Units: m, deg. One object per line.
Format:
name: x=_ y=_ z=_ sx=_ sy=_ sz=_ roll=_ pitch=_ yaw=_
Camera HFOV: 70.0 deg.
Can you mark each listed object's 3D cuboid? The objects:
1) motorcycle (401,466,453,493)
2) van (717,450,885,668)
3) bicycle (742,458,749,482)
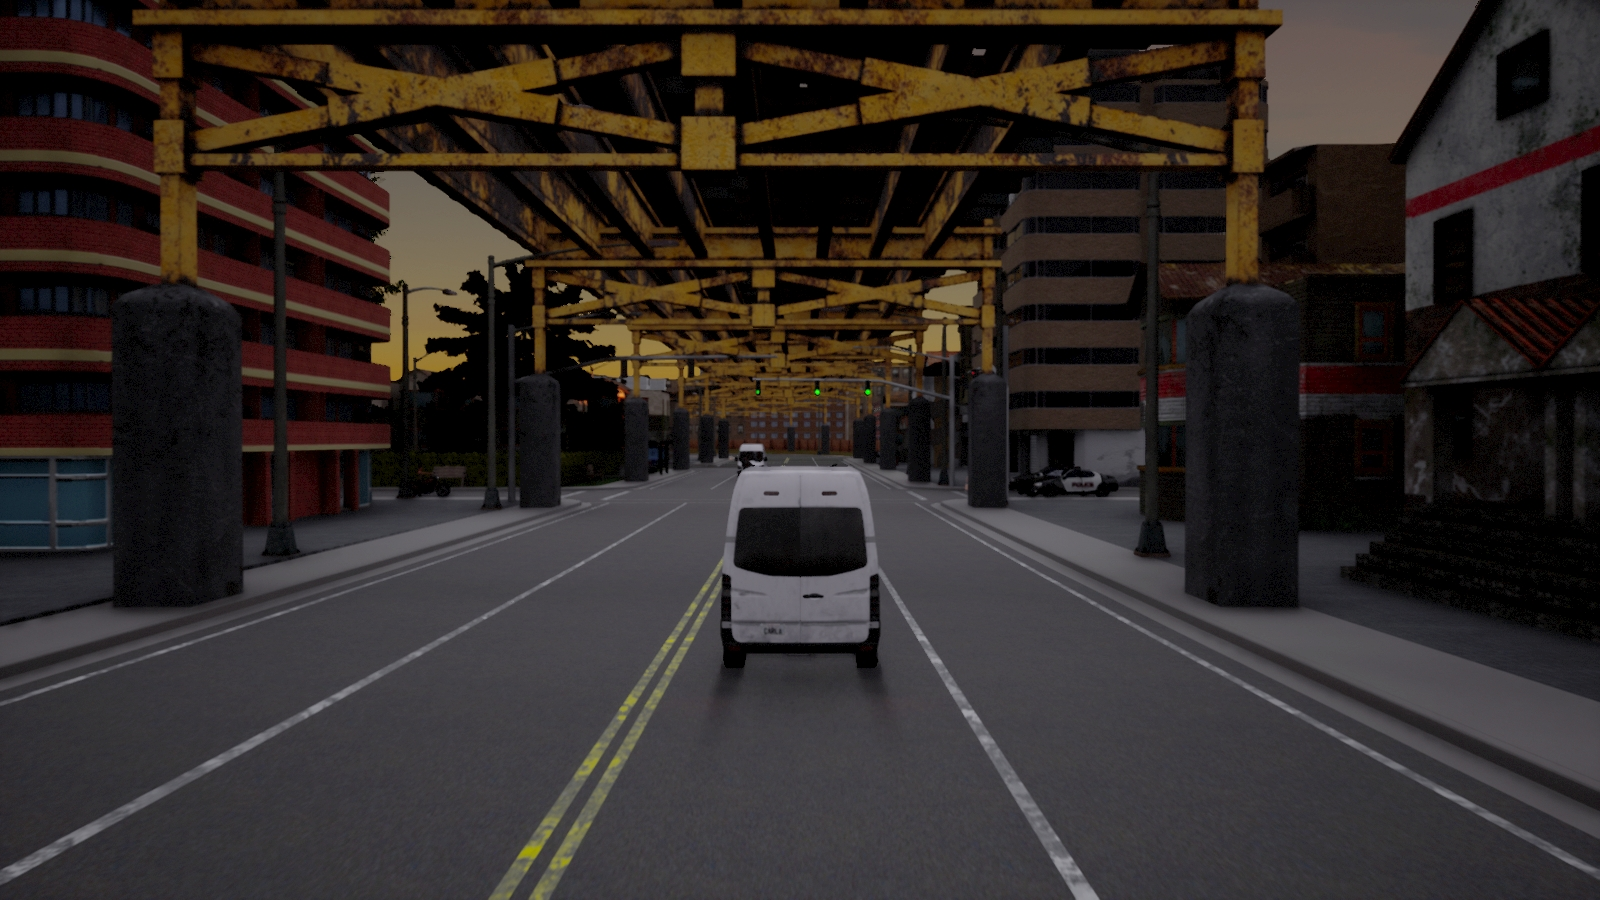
motorcycle: x=-18.800 y=1.507 z=57.622 sx=2.356 sy=1.332 sz=0.764 roll=0 pitch=1 yaw=0
van: x=0.014 y=1.289 z=16.465 sx=1.988 sy=2.561 sz=5.915 roll=0 pitch=0 yaw=0
bicycle: x=-3.475 y=1.248 z=72.996 sx=0.329 sy=1.496 sz=1.835 roll=0 pitch=0 yaw=1
